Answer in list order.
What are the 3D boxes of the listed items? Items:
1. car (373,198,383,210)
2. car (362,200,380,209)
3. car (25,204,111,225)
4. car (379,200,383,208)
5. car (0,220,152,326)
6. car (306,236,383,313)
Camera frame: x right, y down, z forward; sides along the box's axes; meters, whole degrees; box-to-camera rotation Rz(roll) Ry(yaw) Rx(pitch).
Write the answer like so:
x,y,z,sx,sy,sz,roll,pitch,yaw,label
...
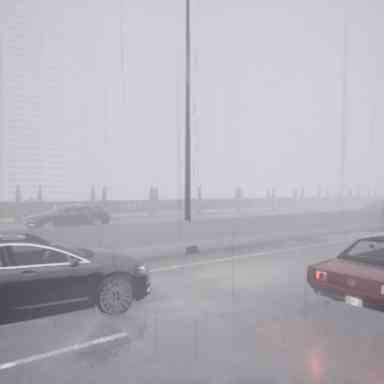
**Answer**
x,y,z,sx,sy,sz,roll,pitch,yaw,label
26.627,1.549,44.436,5.357,1.411,2.033,0,0,-35,car
19.951,1.565,35.404,4.181,1.385,1.994,0,0,-35,car
-7.411,1.505,20.202,4.892,1.490,1.837,0,0,-35,car
19.756,1.527,30.970,4.674,1.442,1.812,0,0,-35,car
-3.074,1.491,5.855,4.902,1.511,2.128,0,0,-35,car
4.611,1.601,7.035,4.718,1.301,1.895,0,0,-36,car
